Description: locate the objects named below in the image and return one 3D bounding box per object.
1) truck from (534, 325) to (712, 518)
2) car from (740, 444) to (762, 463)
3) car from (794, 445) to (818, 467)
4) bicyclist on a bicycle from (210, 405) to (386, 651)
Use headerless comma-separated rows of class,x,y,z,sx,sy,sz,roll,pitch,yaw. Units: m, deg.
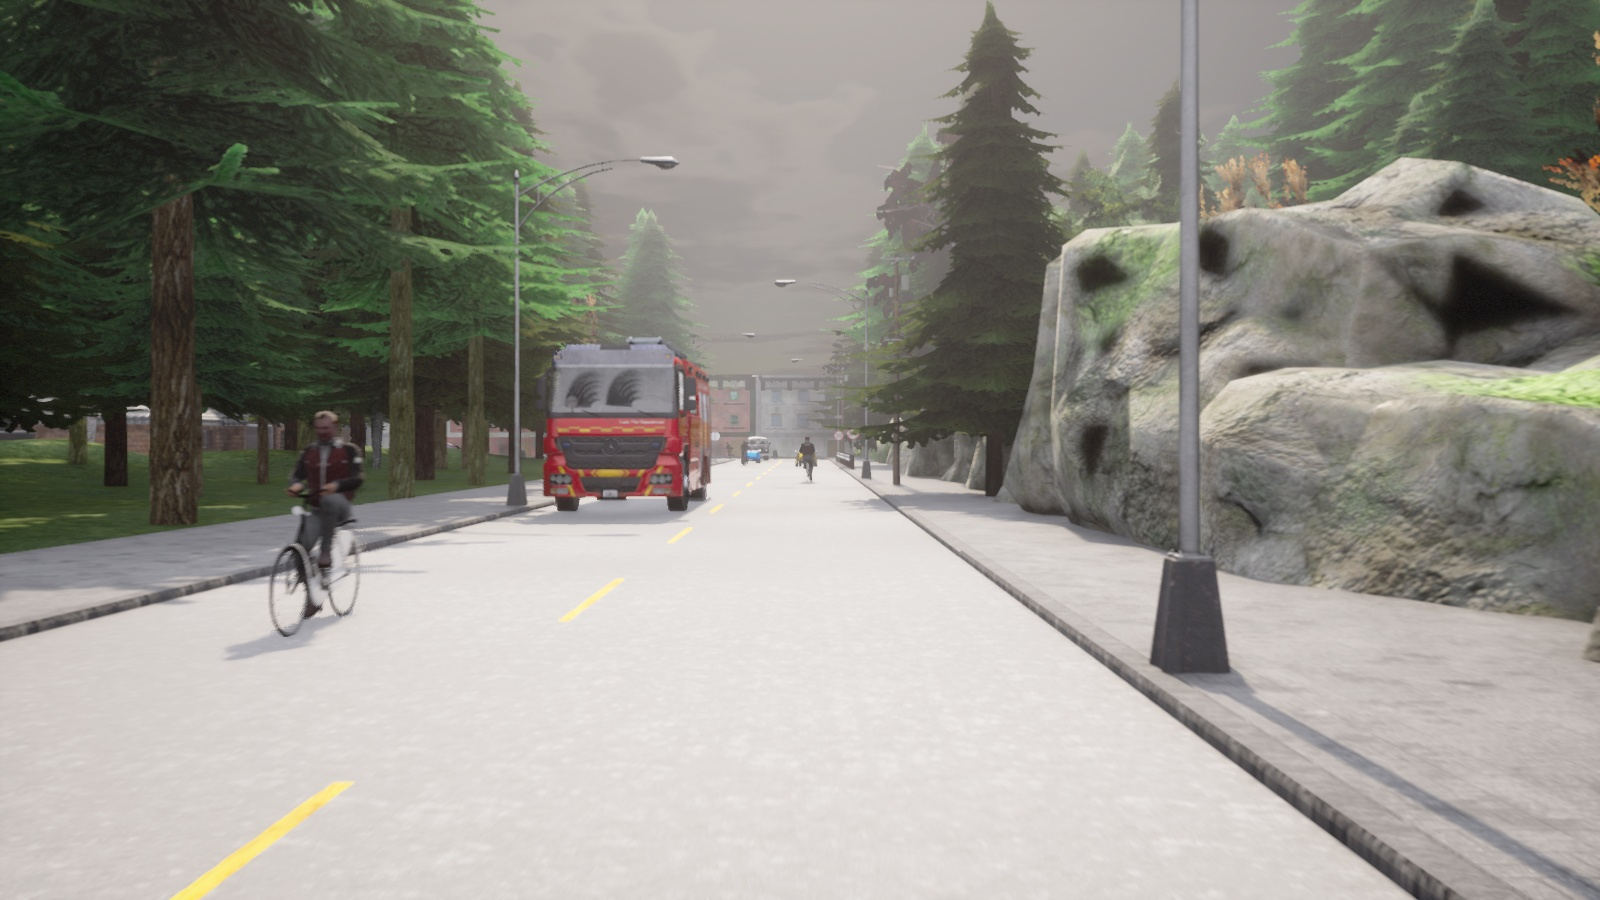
truck,-3.820,-0.586,29.232,2.891,3.827,8.468,0,0,0
car,-3.586,0.278,92.318,1.481,1.376,2.207,0,0,0
car,0.397,0.355,79.355,1.481,1.376,2.207,0,1,0
bicyclist on a bicycle,-3.928,0.558,9.990,0.659,1.776,1.843,0,0,0
